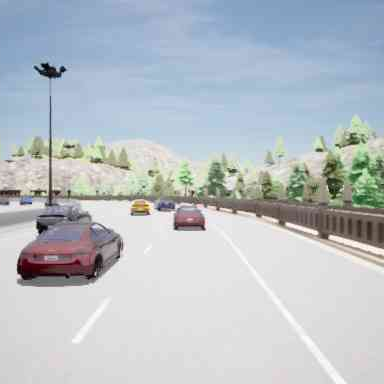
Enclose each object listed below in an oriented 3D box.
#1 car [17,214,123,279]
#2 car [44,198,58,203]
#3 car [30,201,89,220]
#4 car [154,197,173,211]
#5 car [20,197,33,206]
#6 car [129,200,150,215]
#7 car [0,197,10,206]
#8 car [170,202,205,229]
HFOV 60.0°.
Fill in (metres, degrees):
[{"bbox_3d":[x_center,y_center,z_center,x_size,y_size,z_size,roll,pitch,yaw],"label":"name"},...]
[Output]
[{"bbox_3d":[-3.404,1.571,10.045,1.994,1.385,4.181,0,0,0],"label":"car"},{"bbox_3d":[-20.959,1.634,49.720,1.837,1.490,4.892,0,0,-22],"label":"car"},{"bbox_3d":[-7.081,1.510,18.771,2.128,1.511,4.902,0,0,-3],"label":"car"},{"bbox_3d":[-3.550,1.420,41.915,2.097,1.767,4.553,0,0,-14],"label":"car"},{"bbox_3d":[-30.593,1.699,61.406,1.882,1.535,5.008,0,0,-30],"label":"car"},{"bbox_3d":[-5.491,1.529,34.870,1.882,1.535,5.008,0,0,-11],"label":"car"},{"bbox_3d":[-34.049,1.732,60.354,1.837,1.490,4.892,0,0,-30],"label":"car"},{"bbox_3d":[-0.251,1.585,21.594,1.994,1.385,4.181,0,0,-3],"label":"car"}]
